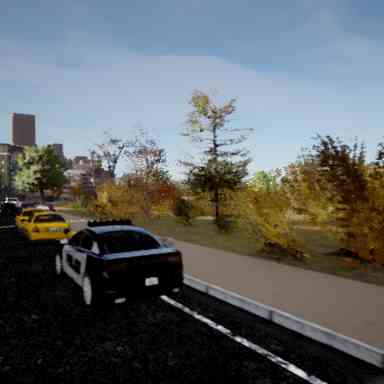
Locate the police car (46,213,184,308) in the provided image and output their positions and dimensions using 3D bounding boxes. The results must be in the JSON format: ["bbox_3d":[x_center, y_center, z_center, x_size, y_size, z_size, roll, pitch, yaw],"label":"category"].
[{"bbox_3d":[-2.147,1.511,8.456,1.930,1.638,5.238,0,-1,-32],"label":"police car"}]

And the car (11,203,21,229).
[{"bbox_3d":[-10.589,1.731,21.977,1.801,1.575,5.366,0,-1,-31],"label":"car"}]

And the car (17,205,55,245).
[{"bbox_3d":[-7.503,1.660,16.929,1.801,1.575,5.366,0,-1,-32],"label":"car"}]

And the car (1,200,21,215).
[{"bbox_3d":[-22.875,2.083,41.896,1.837,1.490,4.892,0,0,-27],"label":"car"}]

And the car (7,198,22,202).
[{"bbox_3d":[-30.292,2.027,56.410,2.150,2.045,5.566,0,-1,-25],"label":"car"}]
